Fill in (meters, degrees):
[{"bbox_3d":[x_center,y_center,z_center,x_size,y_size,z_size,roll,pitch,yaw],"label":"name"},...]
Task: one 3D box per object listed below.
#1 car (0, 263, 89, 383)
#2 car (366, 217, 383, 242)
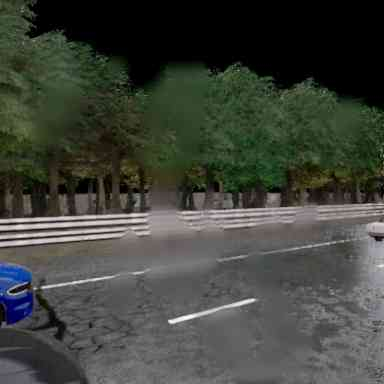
[{"bbox_3d":[-2.978,1.503,1.623,4.892,1.490,1.837,0,0,-35],"label":"car"},{"bbox_3d":[10.035,1.603,15.194,4.718,1.301,1.895,0,0,-35],"label":"car"}]
